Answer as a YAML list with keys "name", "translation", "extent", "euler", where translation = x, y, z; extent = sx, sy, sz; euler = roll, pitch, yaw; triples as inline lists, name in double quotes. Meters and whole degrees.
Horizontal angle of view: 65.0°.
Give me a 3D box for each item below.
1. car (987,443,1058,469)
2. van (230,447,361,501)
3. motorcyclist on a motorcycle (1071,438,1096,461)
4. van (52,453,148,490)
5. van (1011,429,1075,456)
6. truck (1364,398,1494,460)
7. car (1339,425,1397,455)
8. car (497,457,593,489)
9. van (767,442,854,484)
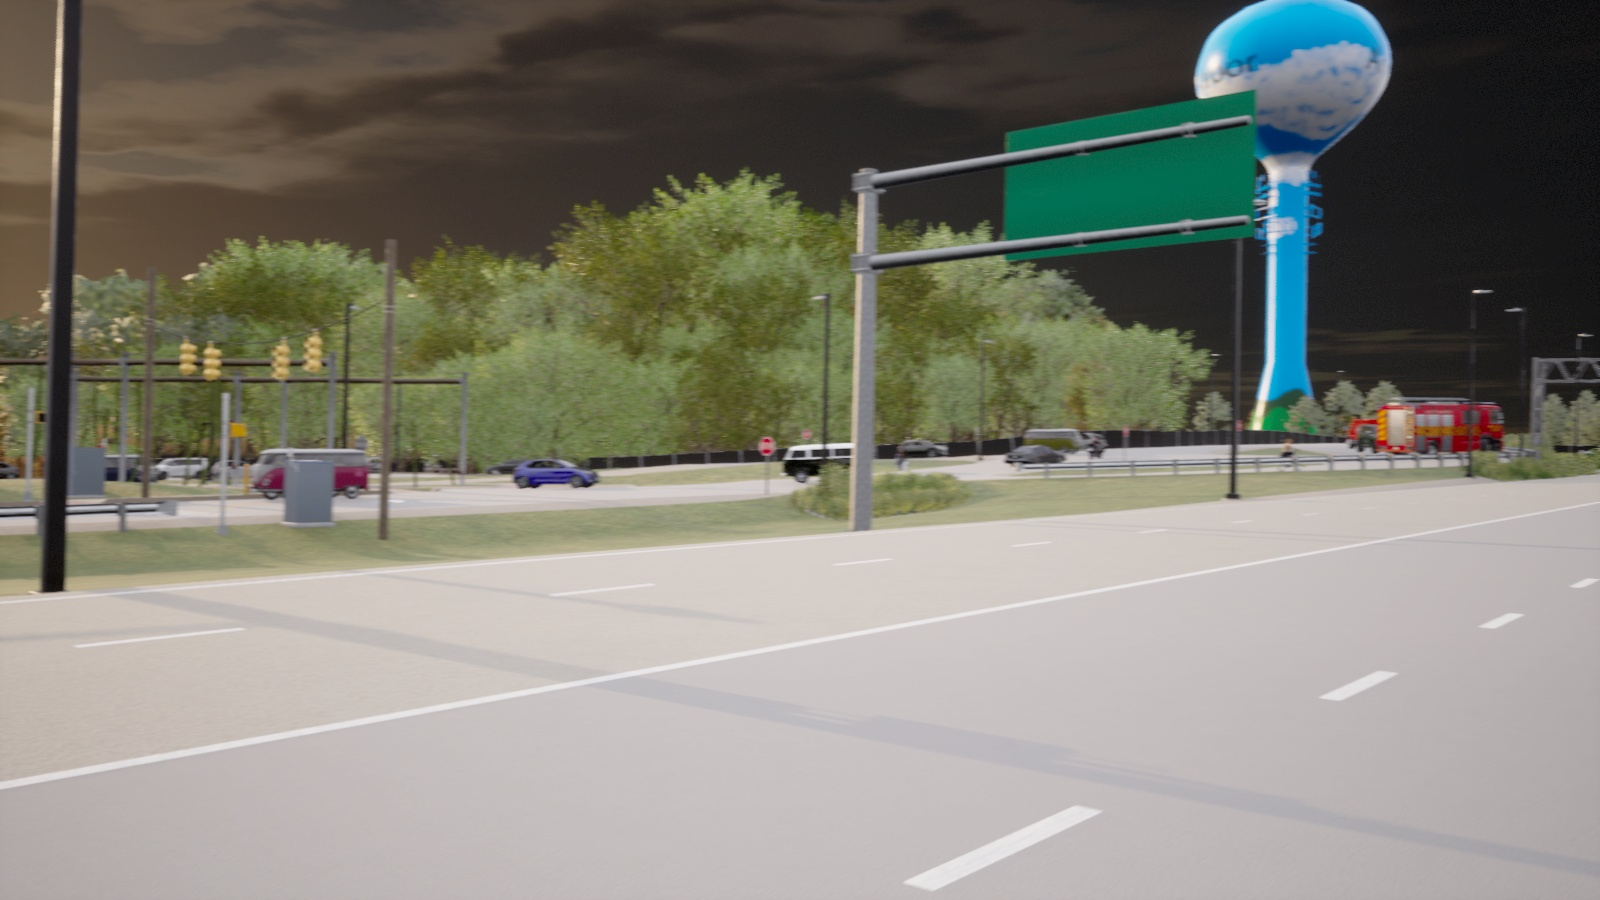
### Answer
- name: "car"
  translation: [14.496, 0.363, 81.549]
  extent: [2.033, 1.411, 5.357]
  euler: [1, 3, 41]
- name: "van"
  translation: [-19.537, 0.893, 48.770]
  extent: [1.775, 1.987, 4.442]
  euler: [1, 1, 39]
- name: "motorcyclist on a motorcycle"
  translation: [19.900, -0.061, 88.105]
  extent: [0.866, 1.530, 2.191]
  euler: [1, 3, 35]
- name: "van"
  translation: [-37.685, 1.160, 67.614]
  extent: [4.442, 1.987, 1.775]
  euler: [0, -1, 13]
- name: "van"
  translation: [18.389, -0.602, 95.292]
  extent: [4.442, 1.987, 1.775]
  euler: [1, 3, 39]
- name: "truck"
  translation: [40.763, -1.404, 81.365]
  extent: [8.468, 3.827, 2.891]
  euler: [-1, 2, -26]
- name: "car"
  translation: [40.379, -0.746, 89.437]
  extent: [2.150, 2.045, 5.566]
  euler: [1, 2, 7]
- name: "car"
  translation: [-12.437, 1.129, 61.362]
  extent: [4.193, 1.474, 1.816]
  euler: [-1, -1, 10]
- name: "van"
  translation: [0.558, 0.685, 66.337]
  extent: [4.480, 2.038, 2.069]
  euler: [-2, 1, 1]
